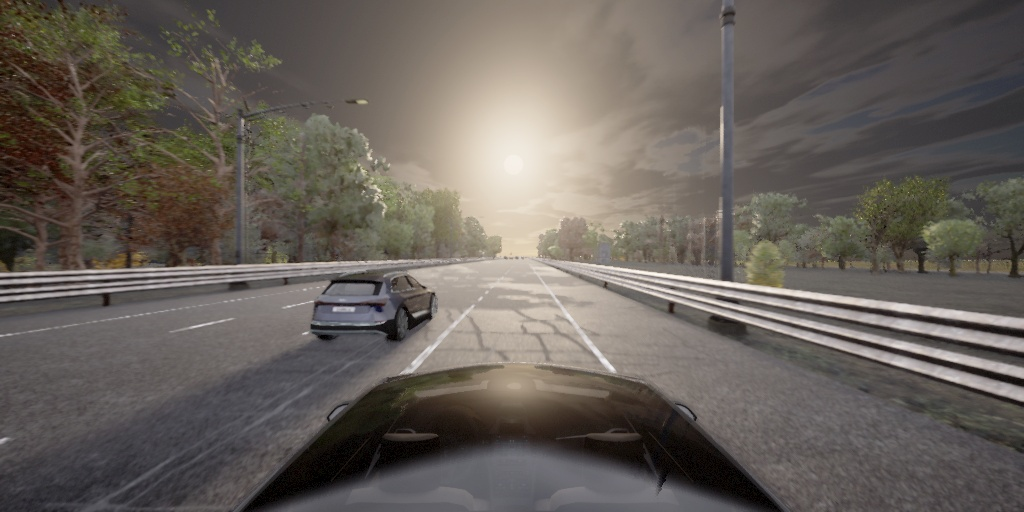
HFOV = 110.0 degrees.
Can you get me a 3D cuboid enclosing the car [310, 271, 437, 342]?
[{"bbox_3d":[-3.440,1.196,9.741,2.033,1.649,4.856,0,0,2],"label":"car"}]
